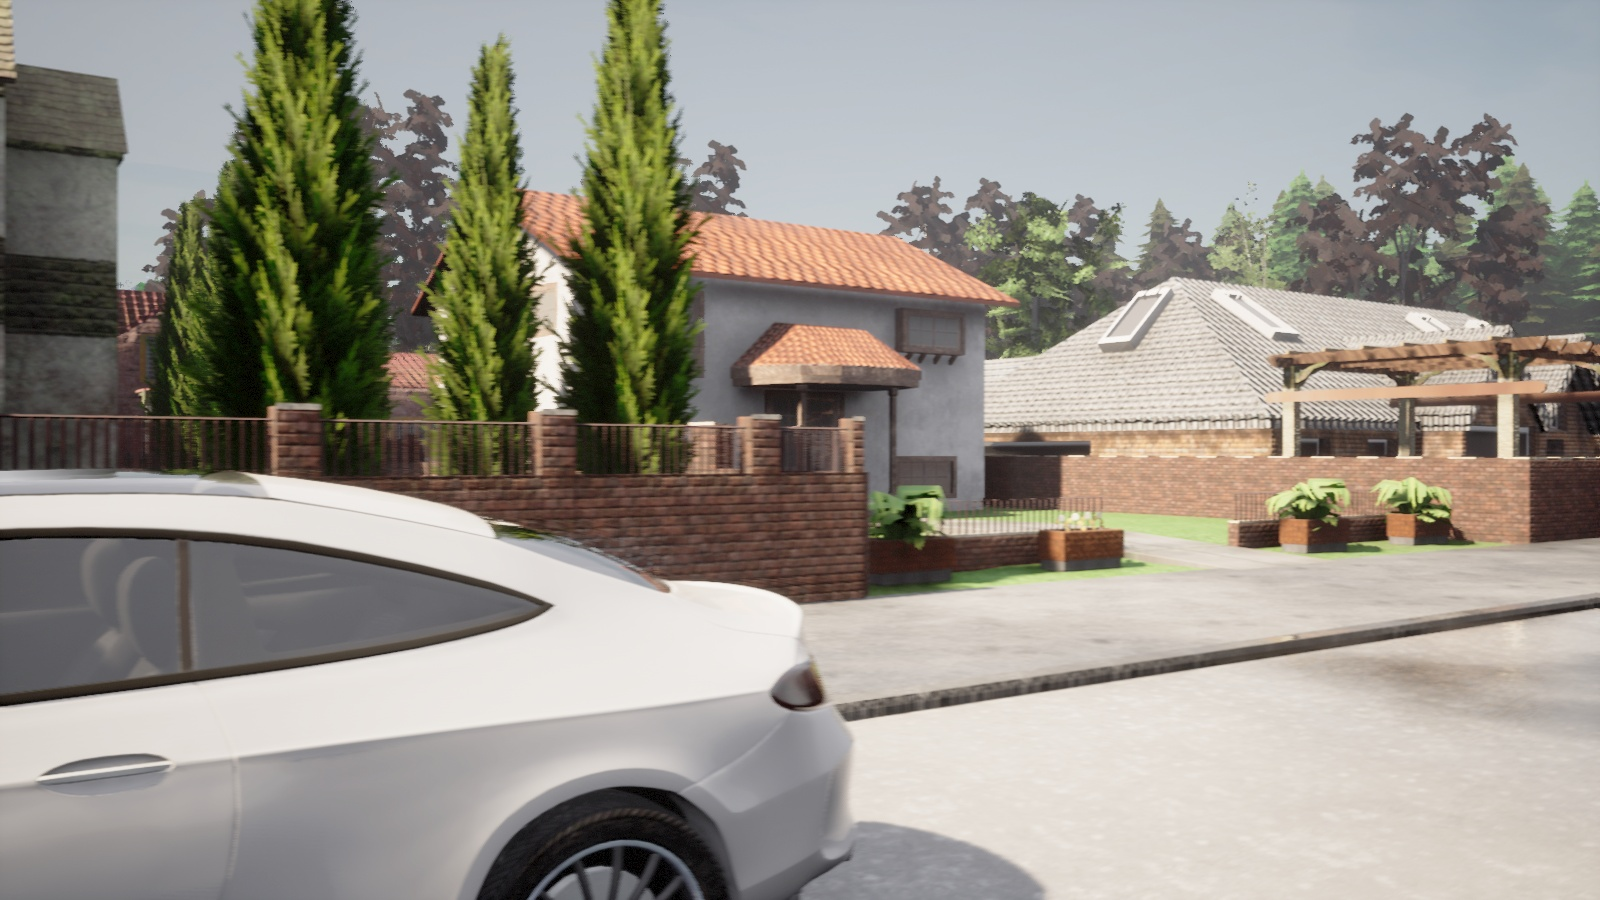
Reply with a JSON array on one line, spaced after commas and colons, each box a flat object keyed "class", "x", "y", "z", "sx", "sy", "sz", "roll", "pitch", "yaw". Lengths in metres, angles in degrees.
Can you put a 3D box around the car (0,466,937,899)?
[{"class": "car", "x": -2.064, "y": 0.782, "z": 2.832, "sx": 4.674, "sy": 1.442, "sz": 1.812, "roll": 0, "pitch": 0, "yaw": -35}]
